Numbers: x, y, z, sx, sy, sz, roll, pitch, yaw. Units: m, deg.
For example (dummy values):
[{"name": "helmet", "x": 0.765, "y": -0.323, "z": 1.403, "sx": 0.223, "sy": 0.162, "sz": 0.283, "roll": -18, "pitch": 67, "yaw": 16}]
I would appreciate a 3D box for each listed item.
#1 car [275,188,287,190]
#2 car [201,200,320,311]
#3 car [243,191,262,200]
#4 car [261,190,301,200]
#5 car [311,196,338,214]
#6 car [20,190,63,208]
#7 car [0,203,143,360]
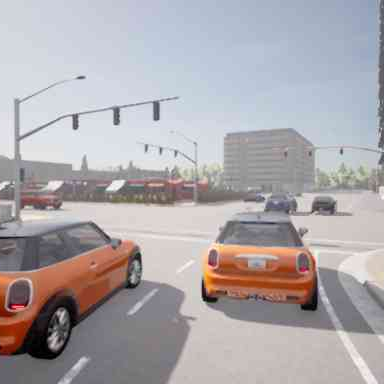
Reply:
[{"name": "car", "x": 16.336, "y": 0.338, "z": 61.377, "sx": 2.150, "sy": 2.045, "sz": 5.566, "roll": 0, "pitch": 1, "yaw": 28}, {"name": "car", "x": 1.631, "y": 1.238, "z": 7.843, "sx": 2.097, "sy": 1.767, "sz": 4.553, "roll": 0, "pitch": 1, "yaw": 14}, {"name": "car", "x": 8.744, "y": 0.927, "z": 46.953, "sx": 1.895, "sy": 1.301, "sz": 4.718, "roll": 0, "pitch": 1, "yaw": 28}, {"name": "car", "x": 8.210, "y": 0.962, "z": 30.360, "sx": 2.097, "sy": 1.767, "sz": 4.553, "roll": 0, "pitch": 1, "yaw": 27}, {"name": "car", "x": 11.914, "y": 1.123, "z": 29.909, "sx": 1.837, "sy": 1.490, "sz": 4.892, "roll": 0, "pitch": 1, "yaw": 27}, {"name": "car", "x": -16.097, "y": 0.788, "z": 34.822, "sx": 5.566, "sy": 2.045, "sz": 2.150, "roll": 0, "pitch": 1, "yaw": 28}, {"name": "car", "x": -2.486, "y": 1.264, "z": 6.137, "sx": 2.097, "sy": 1.767, "sz": 4.553, "roll": 0, "pitch": 1, "yaw": 10}]
